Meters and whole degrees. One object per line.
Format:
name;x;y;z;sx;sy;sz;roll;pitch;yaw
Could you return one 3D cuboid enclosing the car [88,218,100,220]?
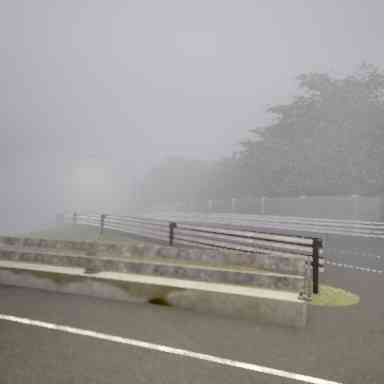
car;-17.709;4.872;60.140;1.882;1.535;5.008;2;-6;-21
